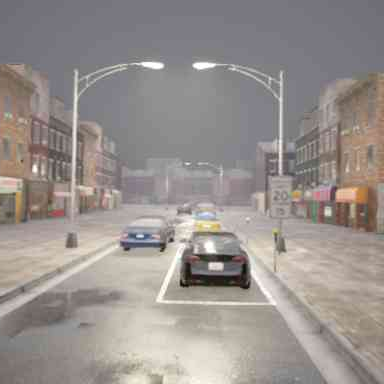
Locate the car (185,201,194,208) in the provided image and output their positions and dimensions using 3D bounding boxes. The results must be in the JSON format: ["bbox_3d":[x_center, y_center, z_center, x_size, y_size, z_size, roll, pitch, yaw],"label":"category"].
[{"bbox_3d":[-0.566,2.997,80.602,1.967,1.590,4.097,1,-1,2],"label":"car"}]

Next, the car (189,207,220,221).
[{"bbox_3d":[0.906,1.950,21.121,1.752,1.417,4.829,1,-1,2],"label":"car"}]

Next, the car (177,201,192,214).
[{"bbox_3d":[-1.025,2.348,45.100,2.128,1.511,4.902,1,-1,2],"label":"car"}]

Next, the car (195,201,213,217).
[{"bbox_3d":[1.510,2.184,43.583,2.192,1.841,5.009,1,-1,2],"label":"car"}]

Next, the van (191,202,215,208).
[{"bbox_3d":[1.056,1.873,26.612,1.690,1.788,3.998,1,-1,2],"label":"van"}]

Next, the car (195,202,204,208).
[{"bbox_3d":[1.793,3.136,80.034,2.008,1.369,4.403,1,-1,2],"label":"car"}]

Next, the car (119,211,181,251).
[{"bbox_3d":[-1.898,1.816,15.441,2.033,1.411,5.357,1,-1,3],"label":"car"}]

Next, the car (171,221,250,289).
[{"bbox_3d":[0.598,1.765,9.636,1.947,1.339,4.313,1,-1,2],"label":"car"}]

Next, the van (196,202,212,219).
[{"bbox_3d":[1.359,2.097,37.926,1.690,1.788,3.998,1,-1,2],"label":"van"}]

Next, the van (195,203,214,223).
[{"bbox_3d":[1.208,1.985,32.269,1.690,1.788,3.998,1,-1,2],"label":"van"}]
